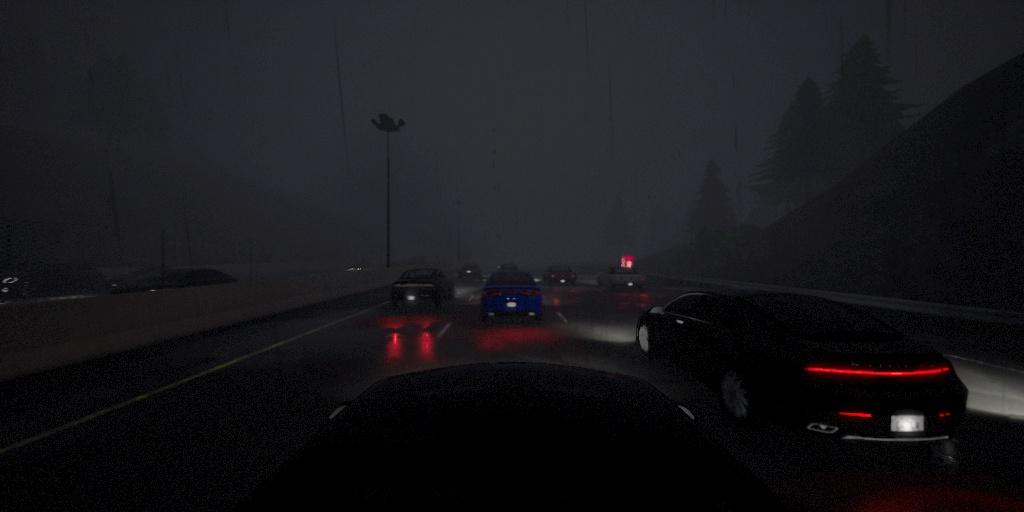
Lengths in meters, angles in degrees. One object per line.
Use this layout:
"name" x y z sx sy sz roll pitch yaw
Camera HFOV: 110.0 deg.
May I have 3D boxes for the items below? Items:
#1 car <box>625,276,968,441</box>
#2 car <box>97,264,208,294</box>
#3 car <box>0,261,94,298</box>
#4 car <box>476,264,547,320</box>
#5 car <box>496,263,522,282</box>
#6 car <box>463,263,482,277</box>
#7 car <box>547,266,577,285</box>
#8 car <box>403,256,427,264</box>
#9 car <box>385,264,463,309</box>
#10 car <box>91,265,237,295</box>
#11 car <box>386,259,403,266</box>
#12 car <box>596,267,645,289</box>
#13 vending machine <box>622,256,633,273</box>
"car" 3.525 1.249 5.626 1.837 1.490 4.892 0 0 0
"car" -21.341 1.312 21.654 1.837 1.490 4.892 0 0 -1
"car" -24.807 1.165 19.020 2.097 1.767 4.553 0 0 -1
"car" -0.034 1.233 12.681 1.882 1.535 5.008 0 0 -1
"car" -0.257 1.329 30.476 1.994 1.385 4.181 0 0 -1
"car" -3.794 1.339 33.268 1.994 1.385 4.181 0 0 -1
"car" 3.306 1.356 25.773 1.895 1.301 4.718 0 0 -1
"car" -14.750 1.032 55.871 2.150 2.045 5.566 0 0 0
"car" -3.562 1.256 15.002 2.128 1.511 4.902 0 0 -1
"car" -14.260 1.293 15.432 1.837 1.490 4.892 0 0 -1
"car" -18.274 1.297 58.480 1.882 1.535 5.008 0 0 0
"car" 6.842 1.347 23.025 1.895 1.301 4.718 0 0 -1
"vending machine" 11.574 0.938 35.940 1.100 2.100 0.880 0 0 -1
